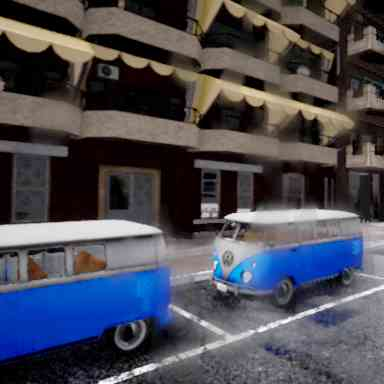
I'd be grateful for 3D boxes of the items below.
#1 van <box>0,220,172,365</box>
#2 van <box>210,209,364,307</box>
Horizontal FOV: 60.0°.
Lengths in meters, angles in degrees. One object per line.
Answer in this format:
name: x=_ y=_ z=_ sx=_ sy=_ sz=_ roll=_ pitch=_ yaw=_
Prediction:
van: x=-2.207 y=1.340 z=4.494 sx=3.998 sy=1.788 sz=1.690 roll=0 pitch=2 yaw=-35
van: x=2.304 y=1.330 z=7.696 sx=3.998 sy=1.788 sz=1.690 roll=0 pitch=2 yaw=-35
